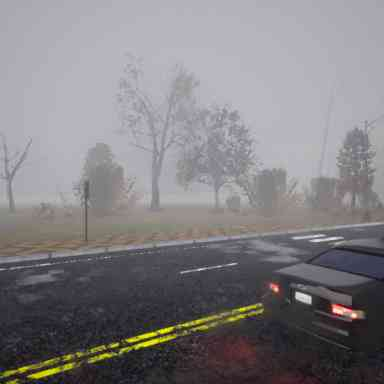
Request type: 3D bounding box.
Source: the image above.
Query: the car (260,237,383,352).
[{"bbox_3d":[3.734,1.546,5.979,5.357,1.411,2.033,0,0,-31],"label":"car"}]
